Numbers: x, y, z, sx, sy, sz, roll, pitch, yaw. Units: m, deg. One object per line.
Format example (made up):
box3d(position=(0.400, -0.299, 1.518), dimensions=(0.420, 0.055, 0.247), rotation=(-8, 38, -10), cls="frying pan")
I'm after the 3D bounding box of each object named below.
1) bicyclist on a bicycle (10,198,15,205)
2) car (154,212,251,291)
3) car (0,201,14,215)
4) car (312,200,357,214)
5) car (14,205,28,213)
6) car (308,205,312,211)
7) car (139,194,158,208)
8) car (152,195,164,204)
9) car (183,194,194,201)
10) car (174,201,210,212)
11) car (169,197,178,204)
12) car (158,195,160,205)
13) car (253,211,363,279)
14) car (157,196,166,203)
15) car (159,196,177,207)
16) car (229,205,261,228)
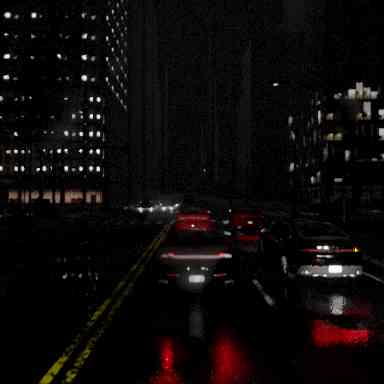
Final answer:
box3d(position=(-25.191, 1.611, 46.606), dimensions=(0.582, 1.620, 1.656), rotation=(0, -1, 2), cls="bicyclist on a bicycle")
box3d(position=(0.093, 1.536, 9.098), dimensions=(2.128, 1.511, 4.902), rotation=(0, 0, 0), cls="car")
box3d(position=(-20.494, 1.554, 32.354), dimensions=(4.892, 1.490, 1.837), rotation=(0, -1, 2), cls="car")
box3d(position=(16.310, 1.781, 37.486), dimensions=(4.181, 1.385, 1.994), rotation=(0, -1, 2), cls="car")
box3d(position=(-20.556, 1.659, 35.605), dimensions=(5.357, 1.411, 2.033), rotation=(0, -1, 2), cls="car")
box3d(position=(16.796, 1.770, 40.726), dimensions=(4.902, 1.511, 2.128), rotation=(0, -1, 2), cls="car")
box3d(position=(-7.147, 1.577, 53.517), dimensions=(2.097, 1.767, 4.553), rotation=(0, 0, -1), cls="car")
box3d(position=(-7.405, 1.650, 72.782), dimensions=(2.097, 1.767, 4.553), rotation=(0, 0, -1), cls="car")
box3d(position=(-0.717, 1.503, 68.513), dimensions=(2.150, 2.045, 5.566), rotation=(0, 0, -1), cls="car")
box3d(position=(0.080, 1.570, 19.999), dimensions=(1.882, 1.535, 5.008), rotation=(0, 0, 0), cls="car")
box3d(position=(-4.197, 1.899, 75.182), dimensions=(1.895, 1.301, 4.718), rotation=(0, 0, -1), cls="car")
box3d(position=(-7.284, 1.482, 63.090), dimensions=(2.150, 2.045, 5.566), rotation=(0, 0, -1), cls="car")
box3d(position=(3.343, 1.554, 10.177), dimensions=(1.837, 1.490, 4.892), rotation=(0, 0, 0), cls="car")
box3d(position=(-7.588, 1.852, 83.052), dimensions=(1.812, 1.442, 4.674), rotation=(0, 0, -1), cls="car")
box3d(position=(-3.926, 1.796, 55.327), dimensions=(1.994, 1.385, 4.181), rotation=(0, 0, -1), cls="car")
box3d(position=(3.460, 1.576, 21.397), dimensions=(1.882, 1.535, 5.008), rotation=(0, 0, 3), cls="car")
